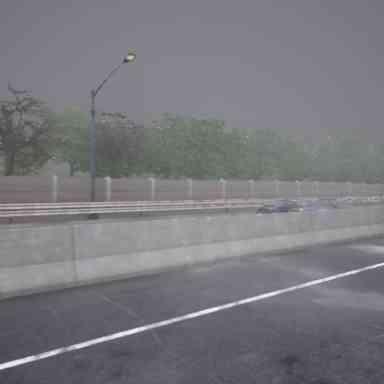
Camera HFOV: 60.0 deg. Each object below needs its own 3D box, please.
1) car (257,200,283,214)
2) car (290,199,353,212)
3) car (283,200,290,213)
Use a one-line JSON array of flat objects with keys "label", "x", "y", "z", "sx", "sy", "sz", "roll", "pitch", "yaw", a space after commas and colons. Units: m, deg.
[{"label": "car", "x": 8.604, "y": 1.468, "z": 31.638, "sx": 5.357, "sy": 1.411, "sz": 2.033, "roll": 0, "pitch": 0, "yaw": -35}, {"label": "car", "x": 9.515, "y": 1.284, "z": 23.687, "sx": 4.553, "sy": 1.767, "sz": 2.097, "roll": 0, "pitch": 0, "yaw": -35}, {"label": "car", "x": 10.658, "y": 1.468, "z": 28.805, "sx": 5.357, "sy": 1.411, "sz": 2.033, "roll": 0, "pitch": 0, "yaw": -36}]
